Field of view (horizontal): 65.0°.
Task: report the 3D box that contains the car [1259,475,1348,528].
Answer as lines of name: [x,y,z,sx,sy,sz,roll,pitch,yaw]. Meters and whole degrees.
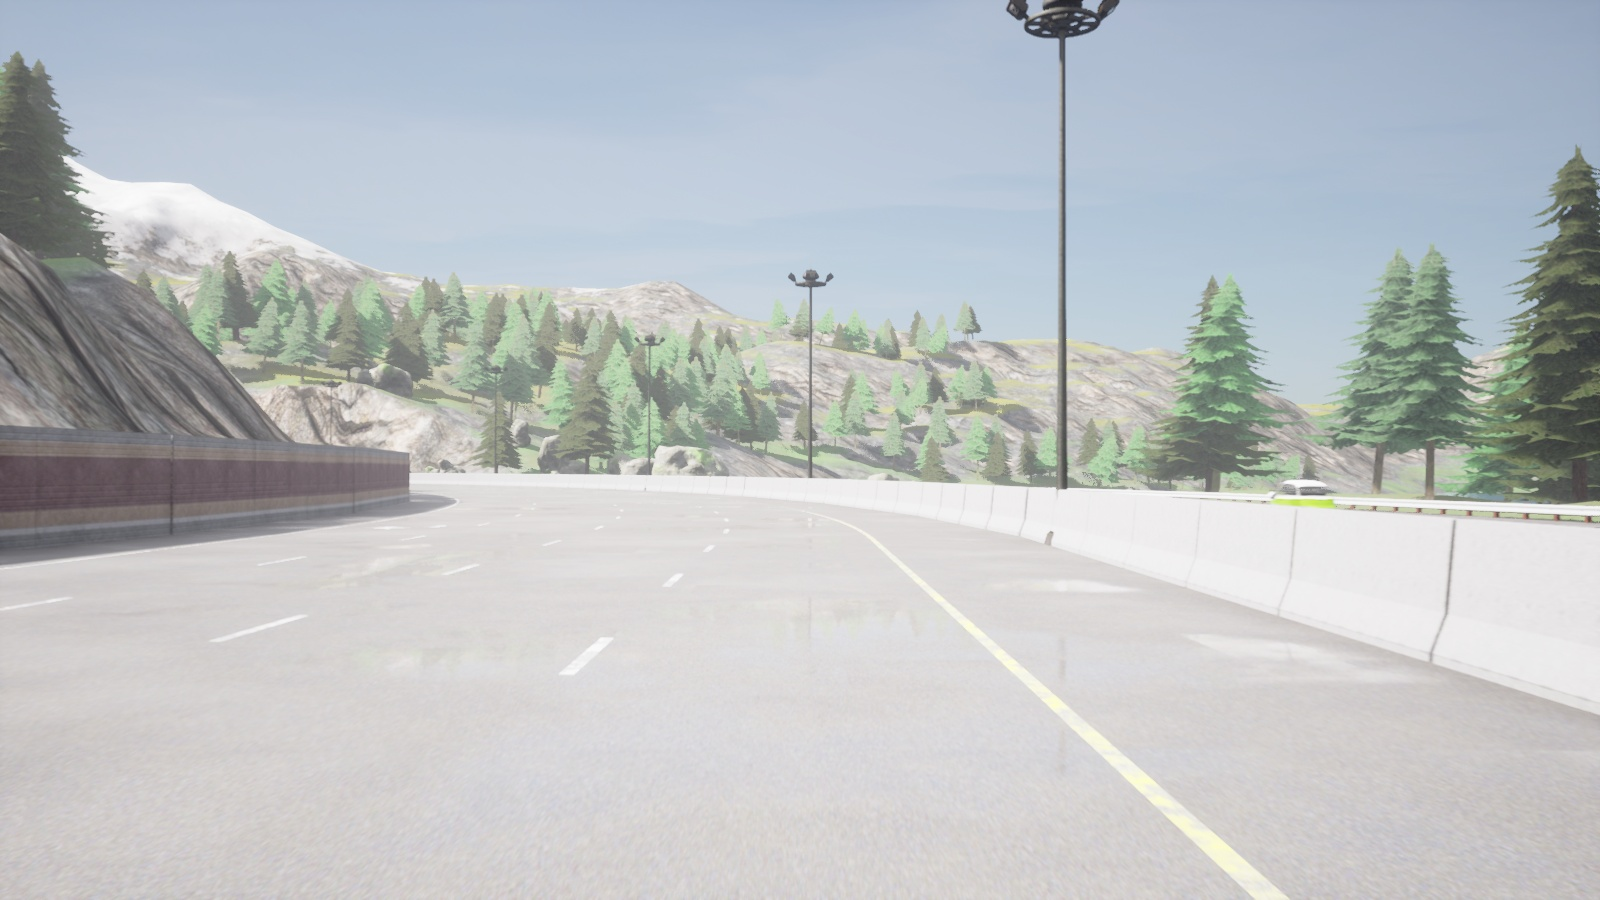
car: [13.778,1.391,34.461,1.481,1.376,2.207,0,-1,-2]
